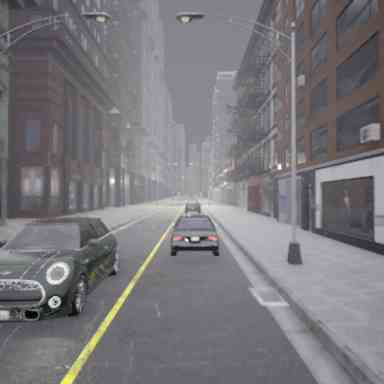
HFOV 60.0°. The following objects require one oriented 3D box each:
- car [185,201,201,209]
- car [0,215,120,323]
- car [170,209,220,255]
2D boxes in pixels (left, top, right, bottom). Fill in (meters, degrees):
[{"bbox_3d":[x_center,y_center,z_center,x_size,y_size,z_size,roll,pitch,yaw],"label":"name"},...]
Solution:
[{"bbox_3d":[0.107,1.792,40.394,2.128,1.511,4.902,0,0,0],"label":"car"},{"bbox_3d":[-3.098,1.406,7.596,2.097,1.767,4.553,0,0,0],"label":"car"},{"bbox_3d":[0.104,1.646,13.727,2.033,1.411,5.357,0,0,0],"label":"car"}]
